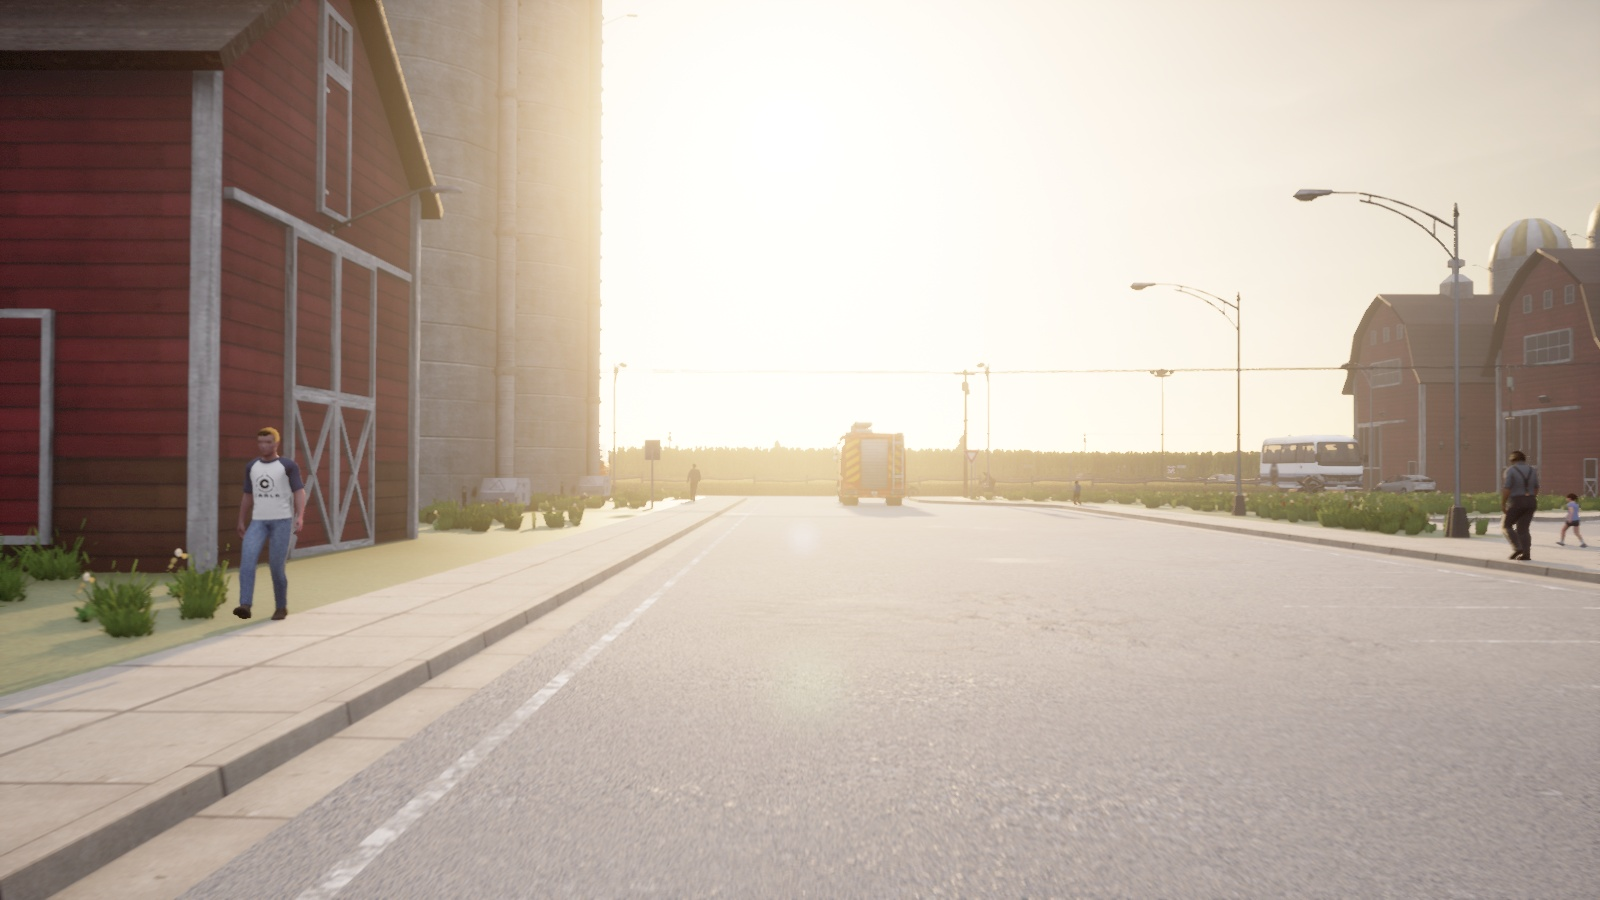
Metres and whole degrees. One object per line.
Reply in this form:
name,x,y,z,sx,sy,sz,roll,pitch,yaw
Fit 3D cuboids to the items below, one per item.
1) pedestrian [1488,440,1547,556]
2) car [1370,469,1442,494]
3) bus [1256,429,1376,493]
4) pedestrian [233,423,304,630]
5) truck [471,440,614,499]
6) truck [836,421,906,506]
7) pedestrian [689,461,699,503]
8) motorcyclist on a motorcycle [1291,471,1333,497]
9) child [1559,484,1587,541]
pedestrian,11.654,0.773,20.415,0.540,1.848,0.694,0,-1,0
car,38.035,1.951,78.938,2.007,1.525,4.514,0,-1,-4
bus,36.222,0.812,88.783,3.944,4.253,10.273,0,-1,-2
pedestrian,-4.882,0.688,11.553,0.354,1.836,0.706,0,-1,-1
truck,-15.321,1.178,75.136,7.936,3.462,2.891,0,-1,1
truck,3.348,0.683,61.159,2.891,3.827,8.468,0,-1,0
pedestrian,-4.939,1.488,58.335,0.423,1.949,0.788,0,-1,-7
motorcyclist on a motorcycle,30.656,2.003,75.229,2.191,1.530,0.866,0,-1,-13
child,15.102,1.216,24.536,0.255,1.110,0.394,0,-1,-17
